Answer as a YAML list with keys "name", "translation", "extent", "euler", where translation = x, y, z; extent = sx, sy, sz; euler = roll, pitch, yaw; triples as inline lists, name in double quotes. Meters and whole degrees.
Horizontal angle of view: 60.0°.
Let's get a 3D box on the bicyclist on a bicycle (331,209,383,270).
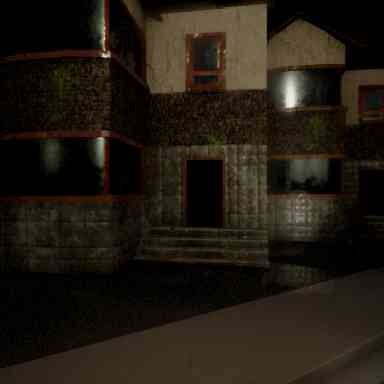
- name: "bicyclist on a bicycle"
  translation: [4.671, 1.305, 9.393]
  extent: [0.582, 1.620, 1.656]
  euler: [0, -1, -35]
